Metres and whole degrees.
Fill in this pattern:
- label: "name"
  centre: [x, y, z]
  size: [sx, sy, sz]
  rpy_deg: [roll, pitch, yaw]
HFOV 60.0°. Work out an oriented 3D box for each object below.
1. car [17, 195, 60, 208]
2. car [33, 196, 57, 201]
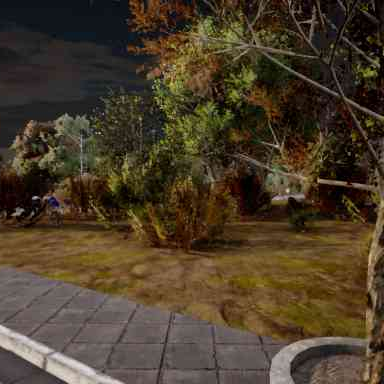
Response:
- label: "car"
  centre: [-20.160, 1.219, 43.888]
  size: [1.882, 1.535, 5.008]
  rpy_deg: [0, 0, 32]
- label: "car"
  centre: [-17.642, 1.244, 41.315]
  size: [1.882, 1.535, 5.008]
  rpy_deg: [0, 0, 32]
